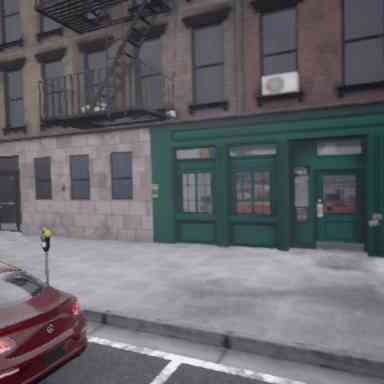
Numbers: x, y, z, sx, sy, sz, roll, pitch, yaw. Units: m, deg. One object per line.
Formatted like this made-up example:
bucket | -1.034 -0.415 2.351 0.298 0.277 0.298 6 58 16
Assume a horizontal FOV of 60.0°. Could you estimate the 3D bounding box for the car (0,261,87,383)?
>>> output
car | -3.263 1.487 4.152 4.206 1.307 1.802 0 2 24
